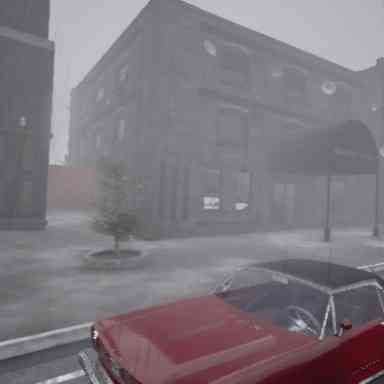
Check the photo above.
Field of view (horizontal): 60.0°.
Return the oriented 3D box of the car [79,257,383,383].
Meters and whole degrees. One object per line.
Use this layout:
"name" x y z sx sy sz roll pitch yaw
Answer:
"car" 1.172 1.611 4.099 4.718 1.301 1.895 0 0 -34
